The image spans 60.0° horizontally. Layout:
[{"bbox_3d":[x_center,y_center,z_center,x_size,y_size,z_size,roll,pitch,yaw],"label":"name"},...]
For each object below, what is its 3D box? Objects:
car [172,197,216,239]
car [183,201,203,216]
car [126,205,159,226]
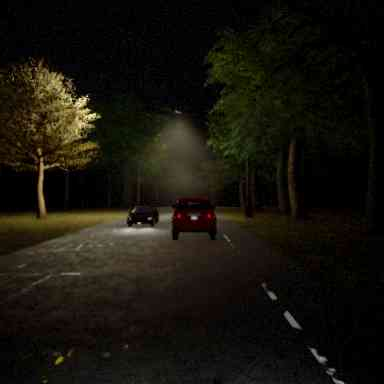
[{"bbox_3d":[0.102,1.301,17.935,2.150,2.045,5.566,0,-1,0],"label":"car"},{"bbox_3d":[0.103,1.826,38.345,2.128,1.511,4.902,0,-1,0],"label":"car"},{"bbox_3d":[-3.498,1.710,24.722,2.033,1.411,5.357,0,-1,0],"label":"car"}]
